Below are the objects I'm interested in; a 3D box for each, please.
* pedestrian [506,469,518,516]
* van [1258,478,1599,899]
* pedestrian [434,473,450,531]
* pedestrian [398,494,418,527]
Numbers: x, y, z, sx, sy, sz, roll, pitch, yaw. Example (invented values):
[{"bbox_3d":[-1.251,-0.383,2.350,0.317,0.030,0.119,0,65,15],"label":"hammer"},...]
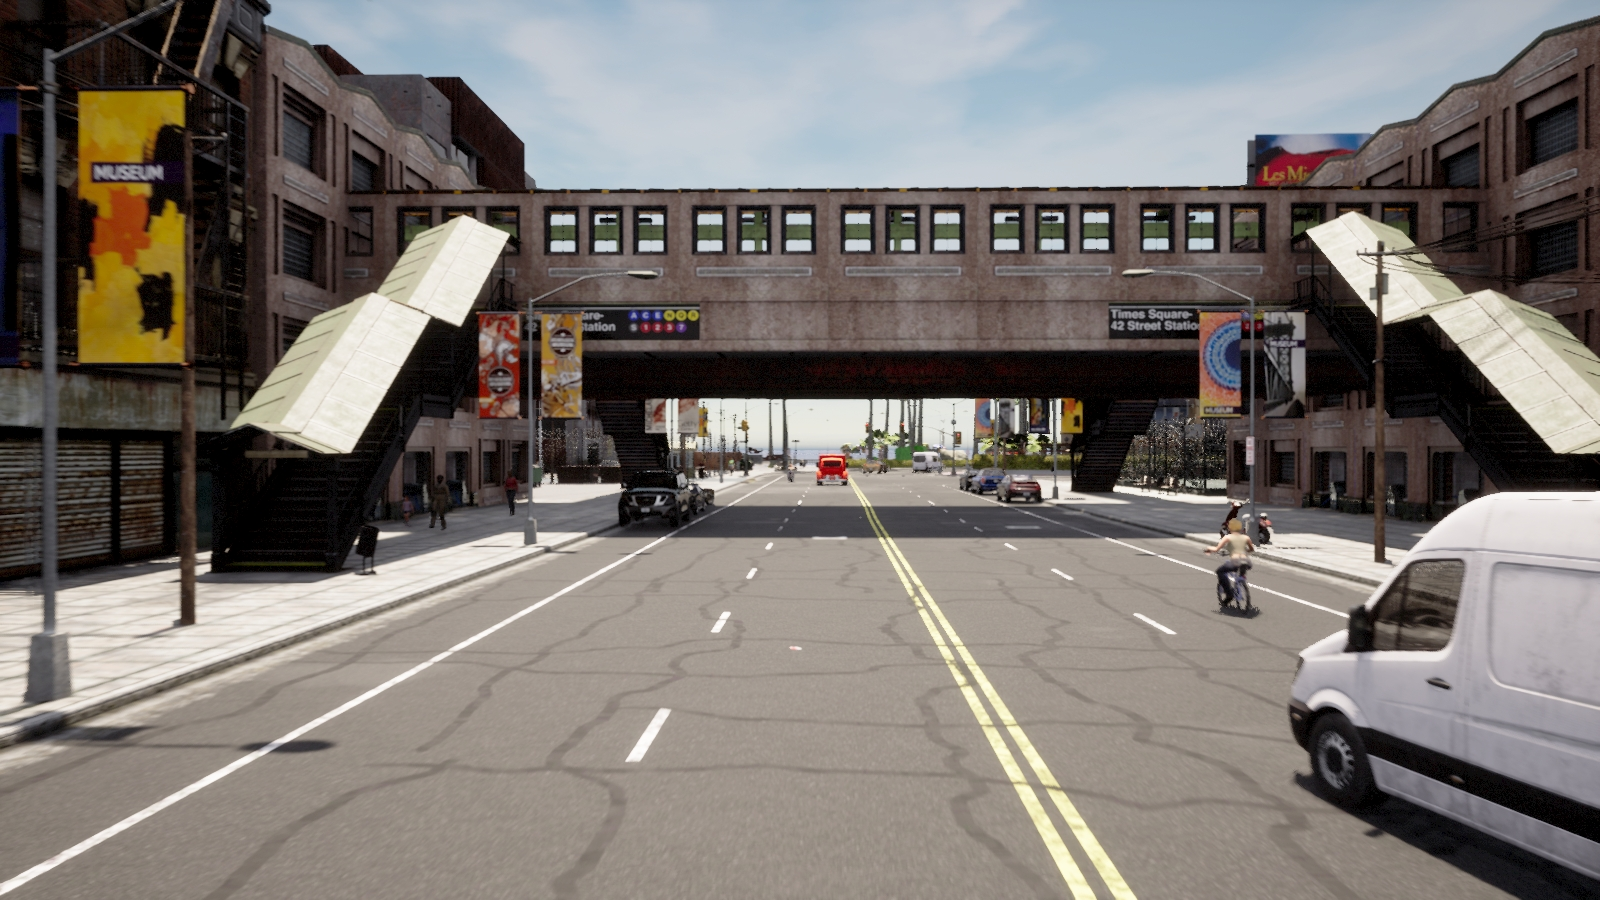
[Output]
[{"bbox_3d":[-11.435,1.695,45.371,0.375,1.860,0.375,0,0,7],"label":"pedestrian"},{"bbox_3d":[5.489,1.535,7.265,1.988,2.561,5.915,0,0,-10],"label":"van"},{"bbox_3d":[-11.621,1.695,37.069,0.375,1.860,0.375,0,0,10],"label":"pedestrian"},{"bbox_3d":[-13.419,2.075,39.107,0.500,1.100,0.500,0,0,8],"label":"pedestrian"}]
